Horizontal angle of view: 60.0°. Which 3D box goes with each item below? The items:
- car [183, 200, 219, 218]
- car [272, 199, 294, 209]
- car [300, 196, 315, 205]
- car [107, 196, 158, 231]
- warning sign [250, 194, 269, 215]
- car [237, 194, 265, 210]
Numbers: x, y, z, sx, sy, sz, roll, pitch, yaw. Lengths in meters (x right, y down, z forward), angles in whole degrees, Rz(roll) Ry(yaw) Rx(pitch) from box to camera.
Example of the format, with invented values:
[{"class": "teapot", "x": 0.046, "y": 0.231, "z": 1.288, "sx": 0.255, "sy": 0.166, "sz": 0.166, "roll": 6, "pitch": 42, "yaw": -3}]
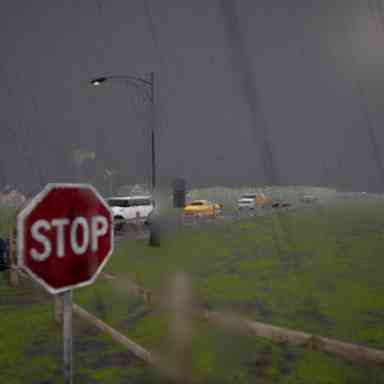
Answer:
[{"class": "car", "x": 0.757, "y": 1.551, "z": 31.239, "sx": 1.882, "sy": 1.535, "sz": 5.008, "roll": -1, "pitch": 0, "yaw": 31}, {"class": "car", "x": 12.465, "y": 1.563, "z": 45.157, "sx": 1.895, "sy": 1.301, "sz": 4.718, "roll": -1, "pitch": 0, "yaw": 31}, {"class": "car", "x": 20.306, "y": 1.399, "z": 58.328, "sx": 1.882, "sy": 1.535, "sz": 5.008, "roll": -1, "pitch": 0, "yaw": 31}, {"class": "car", "x": -4.543, "y": 1.340, "z": 22.342, "sx": 2.150, "sy": 2.045, "sz": 5.566, "roll": -1, "pitch": 0, "yaw": 31}, {"class": "warning sign", "x": 6.036, "y": 1.095, "z": 29.769, "sx": 1.300, "sy": 1.860, "sz": 1.060, "roll": -1, "pitch": -1, "yaw": 31}, {"class": "car", "x": 7.667, "y": 1.245, "z": 42.821, "sx": 2.150, "sy": 2.045, "sz": 5.566, "roll": -1, "pitch": 0, "yaw": 31}]
